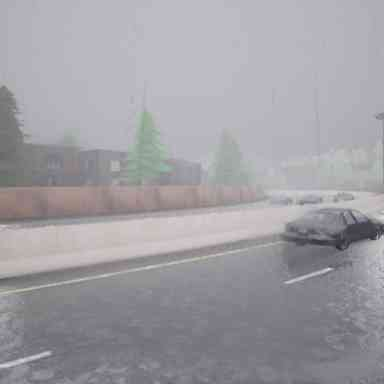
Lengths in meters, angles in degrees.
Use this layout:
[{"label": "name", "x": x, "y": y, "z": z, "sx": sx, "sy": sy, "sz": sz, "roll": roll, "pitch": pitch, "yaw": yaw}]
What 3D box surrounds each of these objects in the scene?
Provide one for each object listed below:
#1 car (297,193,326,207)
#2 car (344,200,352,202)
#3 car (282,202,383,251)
[{"label": "car", "x": 14.272, "y": 0.915, "z": 39.507, "sx": 2.033, "sy": 1.411, "sz": 5.357, "roll": 0, "pitch": 1, "yaw": 32}, {"label": "car", "x": 17.582, "y": 0.821, "z": 38.296, "sx": 2.128, "sy": 1.511, "sz": 4.902, "roll": 0, "pitch": 1, "yaw": 32}, {"label": "car", "x": 5.663, "y": 1.326, "z": 13.020, "sx": 5.357, "sy": 1.411, "sz": 2.033, "roll": -1, "pitch": 1, "yaw": -42}]
